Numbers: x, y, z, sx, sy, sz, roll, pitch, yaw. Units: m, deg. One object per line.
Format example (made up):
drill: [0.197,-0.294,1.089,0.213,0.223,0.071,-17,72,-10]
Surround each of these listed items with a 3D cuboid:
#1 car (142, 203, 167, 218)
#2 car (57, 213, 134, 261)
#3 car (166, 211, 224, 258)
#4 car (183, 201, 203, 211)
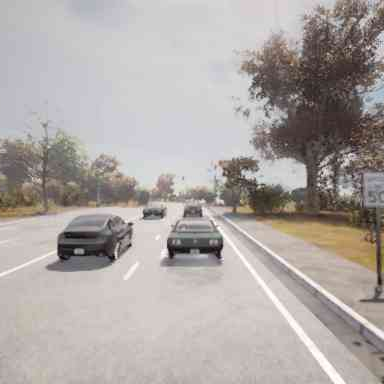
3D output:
car: [-3.398,1.722,31.143,1.895,1.301,4.718,0,0,0]
car: [-3.399,1.554,12.440,1.837,1.490,4.892,0,0,0]
car: [0.101,1.651,12.939,1.895,1.301,4.718,0,0,0]
car: [0.089,1.654,33.163,1.812,1.442,4.674,0,0,0]
